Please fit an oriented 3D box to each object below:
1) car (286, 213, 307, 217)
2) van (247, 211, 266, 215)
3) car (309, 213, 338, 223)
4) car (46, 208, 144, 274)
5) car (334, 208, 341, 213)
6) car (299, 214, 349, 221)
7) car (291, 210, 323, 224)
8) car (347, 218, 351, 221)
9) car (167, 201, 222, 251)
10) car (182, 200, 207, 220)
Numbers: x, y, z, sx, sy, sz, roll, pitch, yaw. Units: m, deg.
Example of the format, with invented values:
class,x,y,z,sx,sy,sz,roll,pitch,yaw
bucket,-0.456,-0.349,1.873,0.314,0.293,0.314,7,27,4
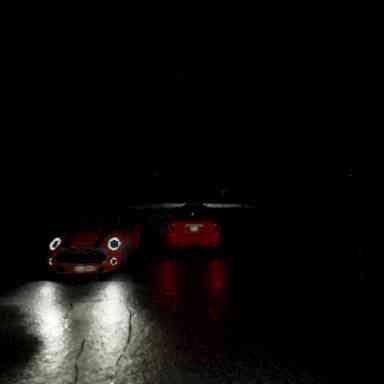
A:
class,x,y,z,sx,sy,sz,roll,pitch,yaw
car,17.540,4.368,59.663,2.435,2.045,5.566,0,0,-18
van,11.570,4.396,59.979,1.878,1.987,4.442,0,0,-18
car,23.463,4.648,59.486,2.163,1.488,4.792,0,0,-18
car,-2.850,1.379,10.721,2.097,1.767,4.553,0,0,0
car,26.380,4.367,59.435,2.435,2.045,5.566,0,0,-18
car,16.747,4.523,42.771,2.435,2.045,5.566,-1,1,-18
car,20.498,4.368,59.570,2.435,2.045,5.566,0,0,-18
car,19.805,4.524,42.636,2.435,2.045,5.566,0,1,-18
car,0.087,1.387,14.349,2.097,1.767,4.553,0,0,0
car,0.312,1.582,30.128,1.837,1.490,4.892,-1,0,6
